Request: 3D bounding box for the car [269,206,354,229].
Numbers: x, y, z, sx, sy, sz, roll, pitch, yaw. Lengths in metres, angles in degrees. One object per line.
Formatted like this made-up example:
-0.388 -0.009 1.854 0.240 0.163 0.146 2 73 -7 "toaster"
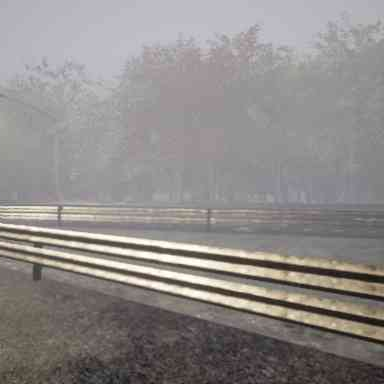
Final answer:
7.783 1.612 22.010 5.357 1.411 2.033 0 0 17 "car"
